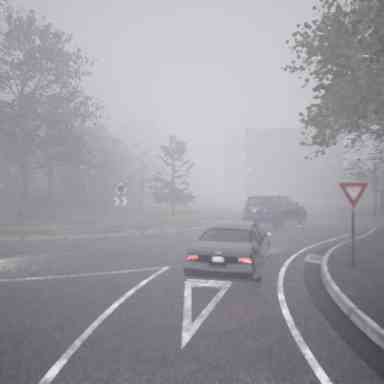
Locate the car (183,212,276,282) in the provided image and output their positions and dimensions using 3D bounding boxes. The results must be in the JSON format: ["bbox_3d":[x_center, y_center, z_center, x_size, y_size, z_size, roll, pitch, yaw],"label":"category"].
[{"bbox_3d":[1.280,1.561,9.904,2.033,1.411,5.357,0,0,16],"label":"car"}]

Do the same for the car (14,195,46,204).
[{"bbox_3d":[-23.333,1.101,48.147,4.553,1.767,2.097,1,0,-37],"label":"car"}]

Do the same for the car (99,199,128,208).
[{"bbox_3d":[-11.611,1.673,49.146,4.181,1.385,1.994,0,0,-3],"label":"car"}]

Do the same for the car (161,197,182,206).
[{"bbox_3d":[-3.428,1.487,54.616,2.033,1.411,5.357,0,3,-25],"label":"car"}]

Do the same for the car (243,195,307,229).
[{"bbox_3d":[5.496,1.225,21.762,2.150,2.045,5.566,0,0,42],"label":"car"}]
